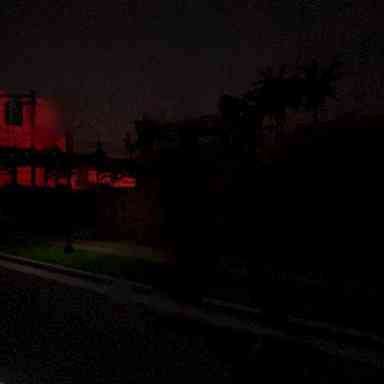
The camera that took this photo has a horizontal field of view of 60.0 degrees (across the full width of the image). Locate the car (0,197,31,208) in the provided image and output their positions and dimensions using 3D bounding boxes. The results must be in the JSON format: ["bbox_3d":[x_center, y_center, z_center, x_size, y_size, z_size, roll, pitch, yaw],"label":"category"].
[{"bbox_3d":[-25.430,1.439,46.851,1.812,1.442,4.674,0,1,37],"label":"car"}]

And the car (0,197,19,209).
[{"bbox_3d":[-23.660,1.430,43.391,1.837,1.490,4.892,0,1,37],"label":"car"}]
